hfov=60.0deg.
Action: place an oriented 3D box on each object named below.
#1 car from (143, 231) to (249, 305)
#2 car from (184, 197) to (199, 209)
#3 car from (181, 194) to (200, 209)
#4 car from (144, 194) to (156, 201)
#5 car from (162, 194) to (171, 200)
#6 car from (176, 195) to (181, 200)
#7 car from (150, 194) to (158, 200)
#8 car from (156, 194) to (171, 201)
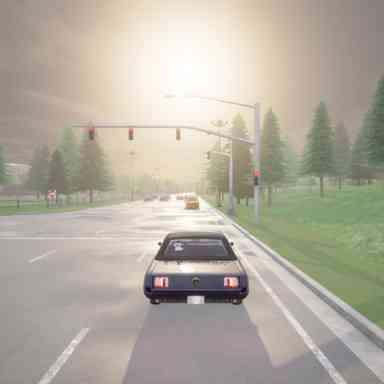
[{"bbox_3d":[0.092,1.601,8.035,1.895,1.301,4.718,0,0,0],"label":"car"},{"bbox_3d":[-0.008,1.576,49.703,2.033,1.411,5.357,-1,1,1],"label":"car"},{"bbox_3d":[-0.071,1.093,46.179,1.882,1.535,5.008,-3,16,-4],"label":"car"},{"bbox_3d":[-10.371,1.531,80.340,2.033,1.411,5.357,0,0,0],"label":"car"},{"bbox_3d":[-6.854,1.372,90.754,2.033,1.411,5.357,0,0,0],"label":"car"},{"bbox_3d":[-3.353,1.552,91.162,1.994,1.385,4.181,0,0,0],"label":"car"},{"bbox_3d":[-10.354,1.332,90.760,1.837,1.490,4.892,0,0,0],"label":"car"},{"bbox_3d":[-6.871,1.531,80.334,2.033,1.411,5.357,0,0,0],"label":"car"}]
